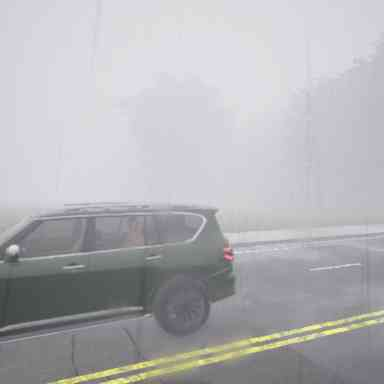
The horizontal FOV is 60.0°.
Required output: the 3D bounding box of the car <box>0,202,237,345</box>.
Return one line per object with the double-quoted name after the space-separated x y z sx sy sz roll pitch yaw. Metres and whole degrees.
-1.929 1.221 5.485 5.566 2.045 2.150 0 0 -24 "car"
